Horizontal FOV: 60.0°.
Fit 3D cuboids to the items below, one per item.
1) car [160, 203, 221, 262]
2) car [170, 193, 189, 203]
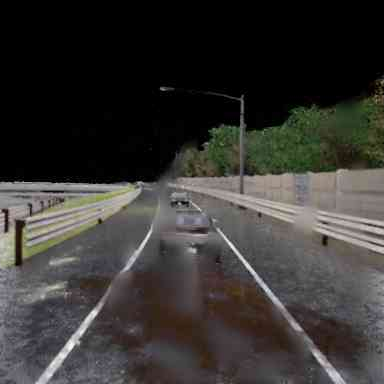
[{"bbox_3d":[-0.095,1.385,11.670,2.128,1.511,4.902,0,1,-2],"label":"car"},{"bbox_3d":[-1.372,0.737,34.461,1.895,1.301,4.718,0,2,-5],"label":"car"}]
